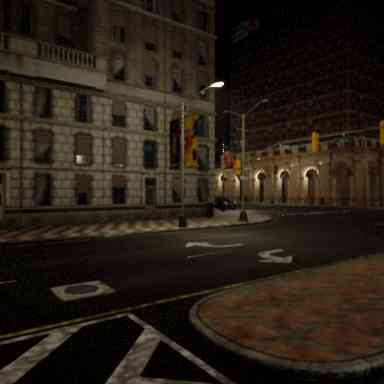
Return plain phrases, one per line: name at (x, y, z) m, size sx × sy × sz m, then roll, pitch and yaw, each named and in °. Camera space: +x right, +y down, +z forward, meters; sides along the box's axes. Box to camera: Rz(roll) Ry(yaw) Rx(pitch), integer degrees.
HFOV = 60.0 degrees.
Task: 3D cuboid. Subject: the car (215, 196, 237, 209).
car at (3.787, 1.349, 43.691) m, size 2.097 × 1.767 × 4.553 m, roll 0°, pitch 0°, yaw -36°
